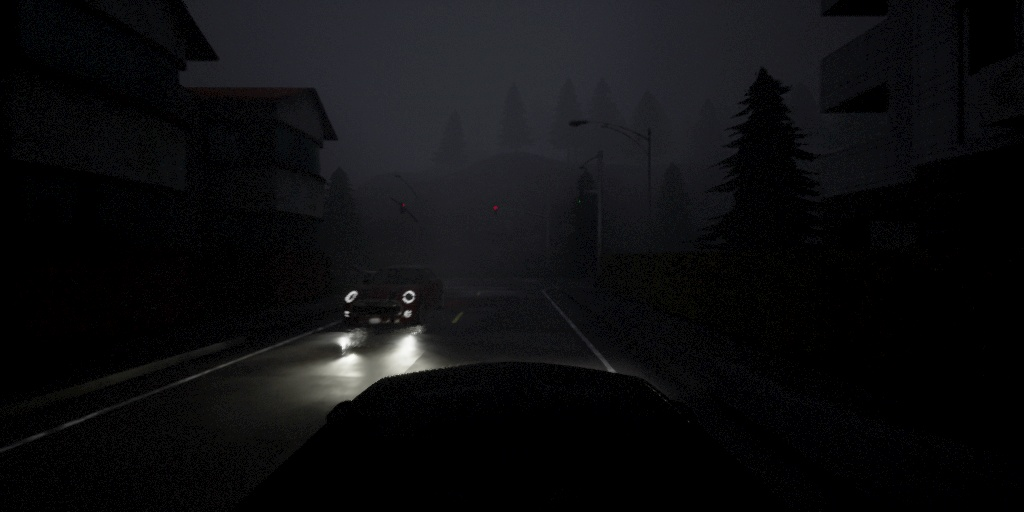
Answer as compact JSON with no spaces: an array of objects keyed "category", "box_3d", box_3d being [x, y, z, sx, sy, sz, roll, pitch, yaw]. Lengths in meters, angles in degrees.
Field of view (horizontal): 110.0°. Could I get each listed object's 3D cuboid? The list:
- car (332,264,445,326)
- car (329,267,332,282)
[{"category":"car","box_3d":[-3.571,1.099,11.617,2.097,1.767,4.553,0,0,0]},{"category":"car","box_3d":[-12.004,1.322,27.087,4.674,1.442,1.812,1,0,1]}]
